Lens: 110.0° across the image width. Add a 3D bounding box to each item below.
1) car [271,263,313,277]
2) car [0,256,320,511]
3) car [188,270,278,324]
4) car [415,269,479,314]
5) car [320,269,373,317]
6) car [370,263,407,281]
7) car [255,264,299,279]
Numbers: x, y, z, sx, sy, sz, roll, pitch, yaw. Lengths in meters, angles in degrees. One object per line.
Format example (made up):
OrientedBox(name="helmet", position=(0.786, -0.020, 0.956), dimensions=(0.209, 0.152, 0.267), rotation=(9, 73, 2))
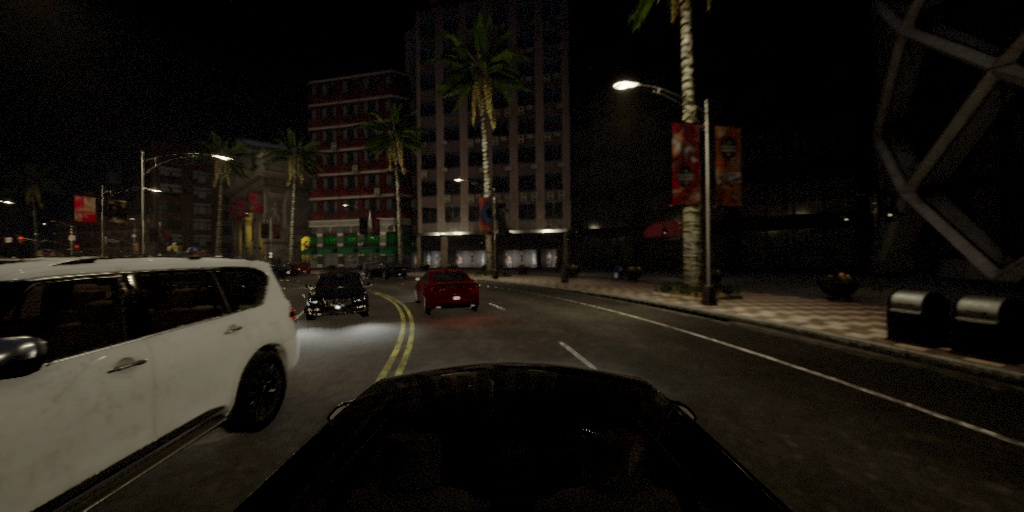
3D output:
OrientedBox(name="car", position=(-25.098, 1.556, 40.855), dimensions=(4.674, 1.442, 1.812), rotation=(0, 0, 25))
OrientedBox(name="car", position=(-3.845, 1.016, 2.642), dimensions=(2.150, 2.045, 5.566), rotation=(-1, 0, -5))
OrientedBox(name="car", position=(-10.249, 1.371, 13.605), dimensions=(1.837, 1.490, 4.892), rotation=(-1, 0, -27))
OrientedBox(name="car", position=(-2.716, 1.258, 14.260), dimensions=(1.882, 1.535, 5.008), rotation=(0, 0, -21))
OrientedBox(name="car", position=(-6.283, 1.326, 13.141), dimensions=(1.837, 1.490, 4.892), rotation=(-1, 0, -24))
OrientedBox(name="car", position=(-11.205, 1.369, 31.859), dimensions=(4.902, 1.511, 2.128), rotation=(0, 0, 44))
OrientedBox(name="car", position=(-23.942, 1.582, 36.511), dimensions=(4.181, 1.385, 1.994), rotation=(-1, 0, 28))
